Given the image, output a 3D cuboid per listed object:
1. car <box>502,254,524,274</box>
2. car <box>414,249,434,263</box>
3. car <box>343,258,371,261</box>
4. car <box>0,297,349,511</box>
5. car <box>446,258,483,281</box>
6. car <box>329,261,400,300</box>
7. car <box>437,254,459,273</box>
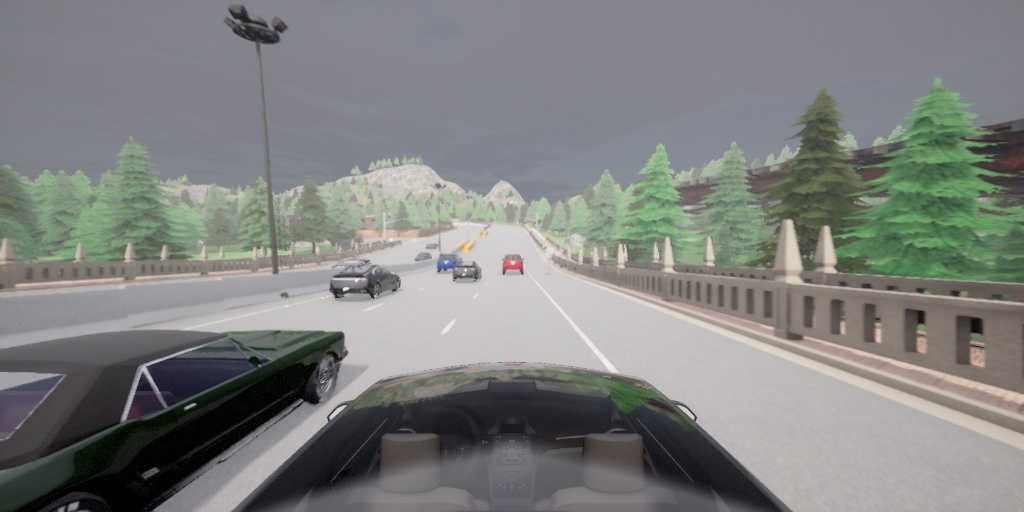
[{"bbox_3d":[0.103,0.800,38.172,2.150,2.045,5.566,0,0,0],"label":"car"},{"bbox_3d":[-14.022,0.223,56.576,1.837,1.490,4.892,0,6,1],"label":"car"},{"bbox_3d":[-14.085,1.144,31.612,1.812,1.442,4.674,0,0,0],"label":"car"},{"bbox_3d":[-3.400,1.345,3.307,1.895,1.301,4.718,0,0,0],"label":"car"},{"bbox_3d":[-3.397,1.125,27.797,2.128,1.511,4.902,0,0,0],"label":"car"},{"bbox_3d":[-6.899,1.172,17.322,2.128,1.511,4.902,0,0,0],"label":"car"},{"bbox_3d":[-6.896,0.774,40.157,2.150,2.045,5.566,0,1,0],"label":"car"}]
